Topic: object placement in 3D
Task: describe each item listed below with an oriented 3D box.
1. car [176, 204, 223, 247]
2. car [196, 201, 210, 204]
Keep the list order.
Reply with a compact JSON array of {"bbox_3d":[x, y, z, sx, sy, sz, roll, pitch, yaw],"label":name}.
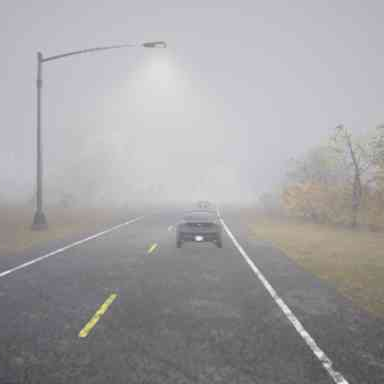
[{"bbox_3d":[0.332,1.515,15.097,1.837,1.490,4.892,0,0,1],"label":"car"},{"bbox_3d":[1.210,1.620,35.916,2.033,1.411,5.357,0,0,3],"label":"car"}]
